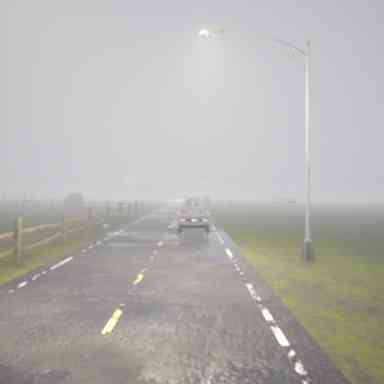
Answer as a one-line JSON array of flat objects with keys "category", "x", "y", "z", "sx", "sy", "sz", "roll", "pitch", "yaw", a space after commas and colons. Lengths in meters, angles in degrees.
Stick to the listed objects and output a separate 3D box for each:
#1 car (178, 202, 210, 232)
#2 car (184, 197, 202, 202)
[{"category": "car", "x": 0.095, "y": 1.554, "z": 20.189, "sx": 2.033, "sy": 1.411, "sz": 5.357, "roll": 0, "pitch": 0, "yaw": 0}, {"category": "car", "x": 0.090, "y": 1.362, "z": 39.219, "sx": 2.097, "sy": 1.767, "sz": 4.553, "roll": 0, "pitch": 0, "yaw": 0}]
